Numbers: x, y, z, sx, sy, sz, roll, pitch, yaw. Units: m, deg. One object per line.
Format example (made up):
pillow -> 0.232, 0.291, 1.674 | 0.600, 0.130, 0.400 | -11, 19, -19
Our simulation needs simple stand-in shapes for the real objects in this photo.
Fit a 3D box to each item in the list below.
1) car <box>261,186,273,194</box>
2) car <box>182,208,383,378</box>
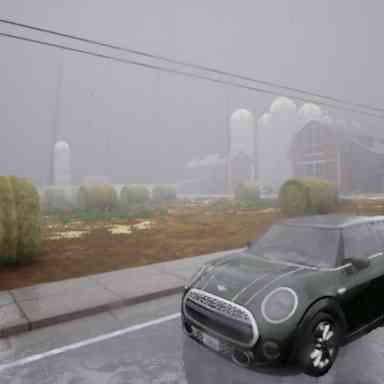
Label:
car -> 15.754, -0.324, 72.811 | 3.866, 1.878, 1.905 | -3, 6, 10
car -> 2.030, 1.225, 5.507 | 4.553, 1.767, 2.097 | -2, 1, -36
